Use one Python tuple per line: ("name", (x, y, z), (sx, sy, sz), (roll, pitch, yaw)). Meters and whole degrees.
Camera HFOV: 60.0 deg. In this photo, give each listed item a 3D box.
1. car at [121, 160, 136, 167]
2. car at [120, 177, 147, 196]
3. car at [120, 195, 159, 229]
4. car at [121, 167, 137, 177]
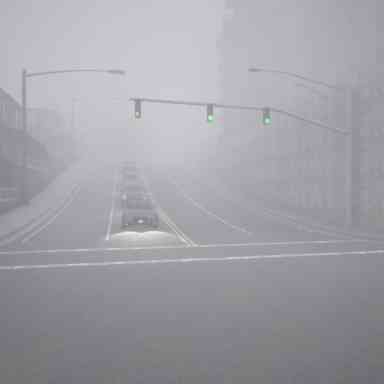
("car", (-9.012, -3.717, 46.940), (1.882, 1.535, 5.008), (0, 12, -12))
("car", (-4.822, 0.126, 27.426), (2.097, 1.767, 4.553), (0, 8, -13))
("car", (-3.090, 1.224, 19.417), (1.994, 1.385, 4.181), (0, 4, -12))
("car", (-6.815, -1.364, 36.631), (2.033, 1.411, 5.357), (0, 12, -12))
